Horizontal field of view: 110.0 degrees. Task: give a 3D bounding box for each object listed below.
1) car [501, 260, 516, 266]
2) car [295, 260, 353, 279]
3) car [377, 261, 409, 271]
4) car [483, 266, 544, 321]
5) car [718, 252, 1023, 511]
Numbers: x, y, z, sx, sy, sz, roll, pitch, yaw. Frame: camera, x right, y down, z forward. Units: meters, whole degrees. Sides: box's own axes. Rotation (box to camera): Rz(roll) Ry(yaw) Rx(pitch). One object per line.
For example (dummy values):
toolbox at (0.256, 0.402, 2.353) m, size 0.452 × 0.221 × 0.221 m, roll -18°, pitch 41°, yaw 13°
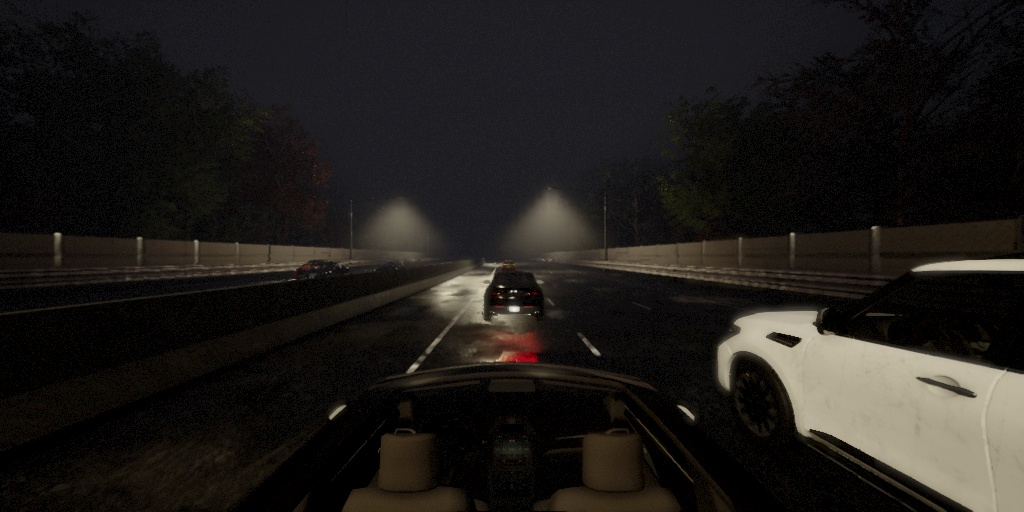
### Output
car at (-0.435, 1.221, 44.446) m, size 1.801 × 1.575 × 5.366 m, roll 0°, pitch 0°, yaw -1°
car at (-14.258, 1.250, 28.095) m, size 2.128 × 1.511 × 4.902 m, roll 0°, pitch 0°, yaw 0°
car at (-10.783, 1.258, 32.765) m, size 2.128 × 1.511 × 4.902 m, roll 0°, pitch 0°, yaw -1°
car at (0.055, 1.259, 12.562) m, size 1.837 × 1.490 × 4.892 m, roll 0°, pitch 0°, yaw 0°
car at (3.595, 0.971, 2.011) m, size 2.150 × 2.045 × 5.566 m, roll 0°, pitch 0°, yaw 0°
